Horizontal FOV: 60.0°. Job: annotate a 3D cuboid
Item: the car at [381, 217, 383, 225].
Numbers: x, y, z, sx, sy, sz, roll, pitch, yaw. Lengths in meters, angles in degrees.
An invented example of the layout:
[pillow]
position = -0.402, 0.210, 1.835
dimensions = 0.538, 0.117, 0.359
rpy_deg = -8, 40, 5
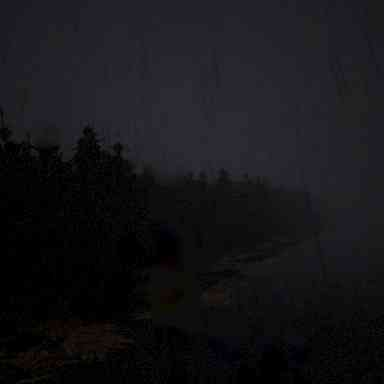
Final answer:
[car]
position = 23.164, 3.068, 38.128
dimensions = 2.033, 1.411, 5.357
rpy_deg = -2, -3, 40
